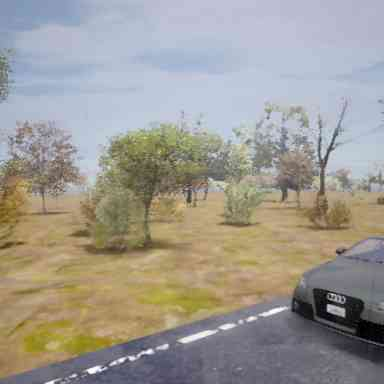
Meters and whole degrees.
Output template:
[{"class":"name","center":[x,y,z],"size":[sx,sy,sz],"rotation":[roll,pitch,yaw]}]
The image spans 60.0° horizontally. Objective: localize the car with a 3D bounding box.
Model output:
[{"class":"car","center":[3.720,1.519,5.987],"size":[4.181,1.385,1.994],"rotation":[-1,0,-35]}]
